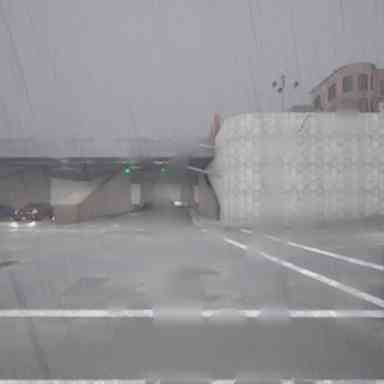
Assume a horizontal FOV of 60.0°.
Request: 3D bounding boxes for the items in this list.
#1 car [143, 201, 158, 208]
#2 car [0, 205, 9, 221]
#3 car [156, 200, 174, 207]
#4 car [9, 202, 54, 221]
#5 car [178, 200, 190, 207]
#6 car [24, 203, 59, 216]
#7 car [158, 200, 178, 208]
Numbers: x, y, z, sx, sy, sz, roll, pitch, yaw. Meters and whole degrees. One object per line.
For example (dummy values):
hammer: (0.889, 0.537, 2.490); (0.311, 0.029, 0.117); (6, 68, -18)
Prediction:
car: (-8.026, 2.354, 62.972); (2.033, 1.411, 5.357); (0, -1, 4)
car: (-18.320, 1.934, 31.731); (1.812, 1.442, 4.674); (0, -1, -2)
car: (-5.868, 2.440, 73.400); (1.837, 1.490, 4.892); (0, -1, 24)
car: (-14.809, 1.756, 31.409); (2.097, 1.767, 4.553); (0, -1, -2)
car: (-2.188, 2.461, 73.141); (1.812, 1.442, 4.674); (0, -1, 28)
car: (-18.568, 2.078, 41.310); (2.033, 1.411, 5.357); (0, -1, -2)
car: (-4.506, 2.300, 63.131); (2.128, 1.511, 4.902); (0, -1, 4)
